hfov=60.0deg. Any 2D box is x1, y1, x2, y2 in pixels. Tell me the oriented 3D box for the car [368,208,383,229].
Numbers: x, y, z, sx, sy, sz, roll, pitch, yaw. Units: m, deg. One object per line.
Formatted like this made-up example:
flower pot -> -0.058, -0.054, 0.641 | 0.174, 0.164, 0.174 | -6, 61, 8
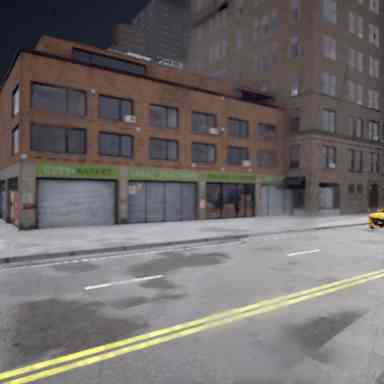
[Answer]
car -> 13.080, 1.563, 20.996 | 5.008, 1.535, 1.882 | 1, 0, -35
